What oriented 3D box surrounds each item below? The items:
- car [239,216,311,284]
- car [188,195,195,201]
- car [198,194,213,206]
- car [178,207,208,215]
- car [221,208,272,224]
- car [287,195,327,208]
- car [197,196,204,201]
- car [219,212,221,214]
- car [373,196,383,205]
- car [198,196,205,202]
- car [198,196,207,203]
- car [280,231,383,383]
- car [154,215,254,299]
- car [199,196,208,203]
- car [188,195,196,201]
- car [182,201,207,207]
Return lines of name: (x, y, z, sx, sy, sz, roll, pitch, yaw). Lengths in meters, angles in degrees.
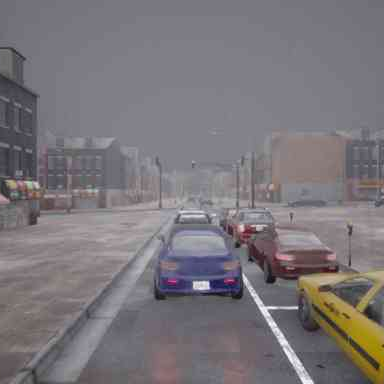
car: (2.617, 1.584, 9.325, 1.802, 1.307, 4.206, 0, 0, 0)
car: (-0.180, 1.671, 93.072, 1.812, 1.442, 4.674, 0, 0, 0)
car: (2.519, 1.567, 57.601, 1.967, 1.590, 4.097, -1, 0, 0)
car: (0.056, 1.607, 15.754, 1.895, 1.301, 4.718, 0, 0, 0)
car: (2.606, 1.446, 14.791, 1.967, 1.590, 4.097, 0, 0, 0)
car: (14.065, 1.143, 40.788, 4.674, 1.442, 1.812, -1, 0, 1)
car: (2.444, 1.856, 95.586, 1.752, 1.417, 4.829, -1, 0, 0)
car: (2.596, 1.594, 20.257, 1.802, 1.307, 4.206, 0, 0, 0)
car: (24.843, 0.844, 40.833, 4.892, 1.490, 1.837, -1, 0, 0)
car: (2.455, 1.823, 90.184, 1.752, 1.417, 4.829, -1, 0, 0)
car: (2.476, 1.674, 79.210, 1.967, 1.590, 4.097, -1, 0, 0)
car: (2.628, 1.525, 4.027, 1.752, 1.417, 4.829, 0, 0, 0)
car: (0.088, 1.527, 8.323, 1.812, 1.442, 4.674, 0, 0, -2)
car: (2.487, 1.645, 73.807, 1.967, 1.590, 4.097, -1, 0, 0)
car: (-0.160, 1.745, 82.651, 1.837, 1.490, 4.892, 0, 0, 0)
car: (-0.023, 1.622, 25.845, 1.895, 1.301, 4.718, 0, 0, 0)
